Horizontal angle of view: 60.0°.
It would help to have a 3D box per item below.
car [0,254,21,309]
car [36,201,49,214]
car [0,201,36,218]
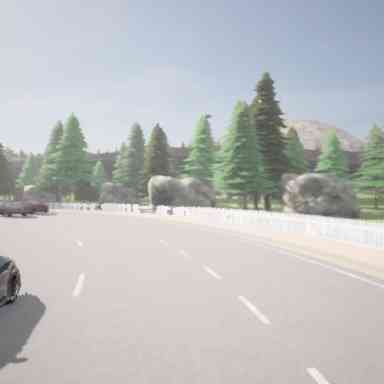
[{"bbox_3d":[-4.352,1.616,5.337,1.994,1.385,4.181,-1,0,-10],"label":"car"},{"bbox_3d":[-18.207,1.710,37.530,5.008,1.535,1.882,0,0,35],"label":"car"},{"bbox_3d":[-18.431,1.778,33.591,5.357,1.411,2.033,-1,0,34],"label":"car"}]
